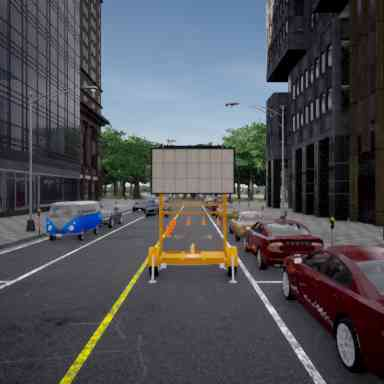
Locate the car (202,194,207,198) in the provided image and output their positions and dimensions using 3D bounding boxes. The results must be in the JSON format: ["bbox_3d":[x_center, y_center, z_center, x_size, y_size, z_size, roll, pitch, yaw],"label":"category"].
[{"bbox_3d":[2.915,1.449,54.417,1.967,1.590,4.097,0,0,0],"label":"car"}]

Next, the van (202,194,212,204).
[{"bbox_3d":[2.946,1.356,65.292,1.690,1.788,3.998,0,0,0],"label":"van"}]

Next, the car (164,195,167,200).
[{"bbox_3d":[-5.610,1.575,54.441,1.947,1.339,4.313,0,0,0],"label":"car"}]

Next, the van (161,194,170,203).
[{"bbox_3d":[-5.564,1.360,70.754,1.690,1.788,3.998,0,0,0],"label":"van"}]

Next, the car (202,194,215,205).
[{"bbox_3d":[2.930,1.327,59.855,2.192,1.841,5.009,0,0,0],"label":"car"}]

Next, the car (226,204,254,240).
[{"bbox_3d":[2.808,1.525,16.524,1.752,1.417,4.829,0,0,0],"label":"car"}]

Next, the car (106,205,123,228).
[{"bbox_3d":[-5.702,1.551,21.816,2.008,1.369,4.403,0,0,0],"label":"car"}]

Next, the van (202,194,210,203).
[{"bbox_3d":[2.961,1.360,70.730,1.690,1.788,3.998,0,0,0],"label":"van"}]

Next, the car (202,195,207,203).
[{"bbox_3d":[2.900,1.551,48.980,1.887,1.381,4.507,0,0,0],"label":"car"}]

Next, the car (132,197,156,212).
[{"bbox_3d":[-5.656,1.569,38.129,1.947,1.339,4.313,0,0,0],"label":"car"}]

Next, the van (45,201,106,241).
[{"bbox_3d":[-5.718,1.341,16.379,1.690,1.788,3.998,0,0,0],"label":"van"}]

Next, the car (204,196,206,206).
[{"bbox_3d":[2.885,1.530,43.712,1.752,1.417,4.829,0,0,0],"label":"car"}]

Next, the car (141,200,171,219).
[{"bbox_3d":[-2.918,1.601,29.157,1.895,1.301,4.718,0,0,0],"label":"car"}]

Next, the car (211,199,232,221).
[{"bbox_3d":[2.839,1.526,27.399,1.752,1.417,4.829,0,0,0],"label":"car"}]

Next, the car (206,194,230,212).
[{"bbox_3d":[2.853,1.316,32.667,2.192,1.841,5.009,0,0,0],"label":"car"}]

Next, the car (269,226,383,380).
[{"bbox_3d":[2.777,1.544,5.480,1.887,1.381,4.507,0,0,0],"label":"car"}]

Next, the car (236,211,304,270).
[{"bbox_3d":[2.792,1.544,10.917,1.887,1.381,4.507,0,0,0],"label":"car"}]

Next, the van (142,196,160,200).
[{"bbox_3d":[-5.641,1.346,43.566,1.690,1.788,3.998,0,0,0],"label":"van"}]

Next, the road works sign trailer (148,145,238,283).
[{"bbox_3d":[0.027,0.464,9.630,2.380,3.560,2.880,0,0,0],"label":"road works sign trailer"}]

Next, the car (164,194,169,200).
[{"bbox_3d":[-5.595,1.537,59.709,1.752,1.417,4.829,0,0,0],"label":"car"}]

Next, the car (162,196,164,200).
[{"bbox_3d":[-5.626,1.532,48.834,1.752,1.417,4.829,0,0,0],"label":"car"}]
